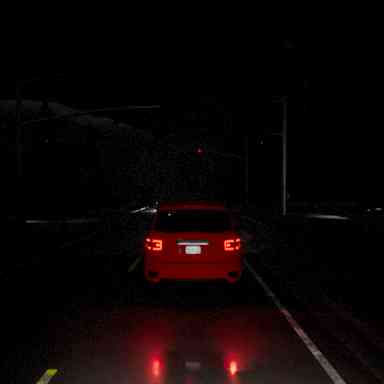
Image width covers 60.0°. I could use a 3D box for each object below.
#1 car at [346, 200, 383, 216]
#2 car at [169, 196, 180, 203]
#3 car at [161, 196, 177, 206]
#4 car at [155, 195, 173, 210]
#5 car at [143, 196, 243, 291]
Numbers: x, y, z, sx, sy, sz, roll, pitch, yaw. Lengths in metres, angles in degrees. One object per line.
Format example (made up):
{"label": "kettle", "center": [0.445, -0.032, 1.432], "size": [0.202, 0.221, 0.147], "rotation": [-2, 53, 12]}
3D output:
{"label": "car", "center": [16.485, 1.520, 29.977], "size": [4.892, 1.490, 1.837], "rotation": [0, 0, -2]}
{"label": "car", "center": [-3.657, 1.563, 69.225], "size": [1.994, 1.385, 4.181], "rotation": [0, 0, 0]}
{"label": "car", "center": [-3.709, 1.491, 54.423], "size": [2.128, 1.511, 4.902], "rotation": [0, 0, 0]}
{"label": "car", "center": [-3.692, 1.352, 44.561], "size": [2.097, 1.767, 4.553], "rotation": [0, 0, 0]}
{"label": "car", "center": [0.038, 1.221, 9.165], "size": [2.150, 2.045, 5.566], "rotation": [0, 0, 0]}
